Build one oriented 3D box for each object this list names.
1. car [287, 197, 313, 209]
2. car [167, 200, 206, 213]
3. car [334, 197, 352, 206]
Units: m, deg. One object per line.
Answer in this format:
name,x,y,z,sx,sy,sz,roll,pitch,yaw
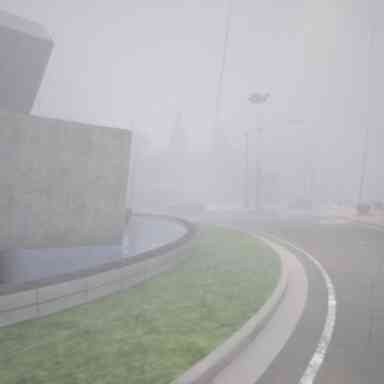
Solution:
car,14.891,1.520,45.594,1.837,1.490,4.892,0,0,44
car,-0.566,1.560,35.796,4.181,1.385,1.994,0,0,-10
car,26.009,1.619,57.295,1.994,1.385,4.181,0,0,43
